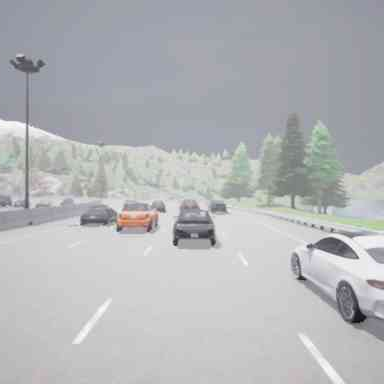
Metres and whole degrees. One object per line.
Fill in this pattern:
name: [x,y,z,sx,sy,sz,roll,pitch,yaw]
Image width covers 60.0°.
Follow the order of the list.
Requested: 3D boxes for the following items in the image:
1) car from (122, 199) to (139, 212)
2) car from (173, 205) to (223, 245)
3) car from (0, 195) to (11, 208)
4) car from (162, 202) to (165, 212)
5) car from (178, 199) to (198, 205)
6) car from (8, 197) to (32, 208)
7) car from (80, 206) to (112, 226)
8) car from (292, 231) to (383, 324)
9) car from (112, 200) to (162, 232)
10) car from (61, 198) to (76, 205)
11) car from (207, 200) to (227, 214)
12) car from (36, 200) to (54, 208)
car: [-8.058,1.735,43.748,1.882,1.535,5.008,0,0,-7]
car: [0.104,1.588,16.130,2.128,1.511,4.902,0,0,0]
car: [-31.459,1.548,55.034,2.150,2.045,5.566,0,0,-12]
car: [-4.415,1.815,42.536,1.994,1.385,4.181,0,0,-6]
car: [-0.377,1.566,36.312,2.097,1.767,4.553,0,0,-4]
car: [-27.806,1.813,54.642,2.128,1.511,4.902,0,0,-12]
car: [-6.919,1.712,25.124,1.994,1.385,4.181,0,0,-1]
car: [3.594,1.568,7.103,1.812,1.442,4.674,0,0,0]
car: [-3.397,1.478,21.425,2.097,1.767,4.553,0,0,0]
car: [-21.239,1.838,57.295,1.837,1.490,4.892,0,0,-12]
car: [2.911,1.740,39.507,1.837,1.490,4.892,1,0,-5]
car: [-24.282,1.923,54.897,1.895,1.301,4.718,0,0,-11]
